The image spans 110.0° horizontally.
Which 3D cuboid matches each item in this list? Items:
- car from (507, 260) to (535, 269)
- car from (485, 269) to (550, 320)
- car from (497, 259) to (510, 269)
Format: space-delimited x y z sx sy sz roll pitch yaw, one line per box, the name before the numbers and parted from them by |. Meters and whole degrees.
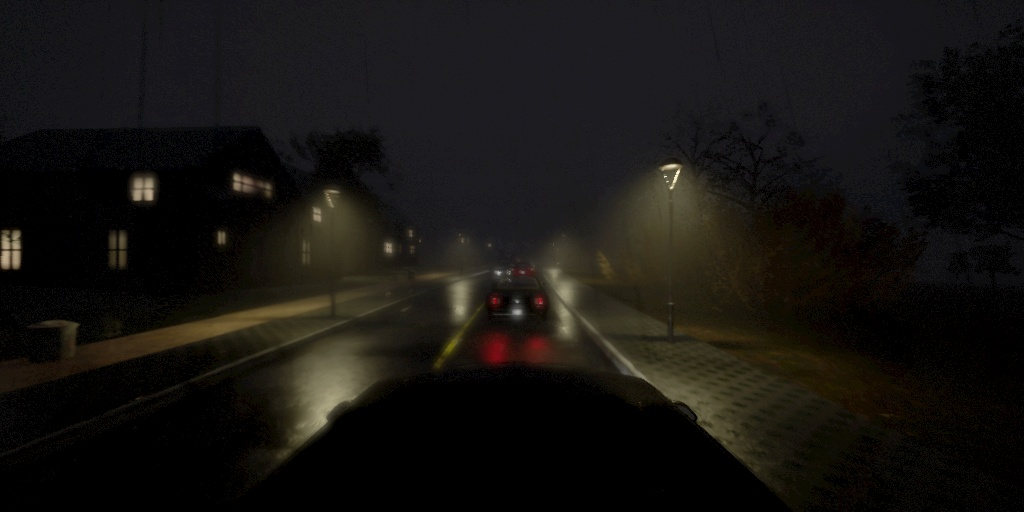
car | 0.956 1.200 29.478 1.994 1.385 4.181 0 0 4
car | 0.228 1.303 12.420 1.895 1.301 4.718 0 0 2
car | -0.756 1.134 45.590 1.812 1.442 4.674 0 0 5
